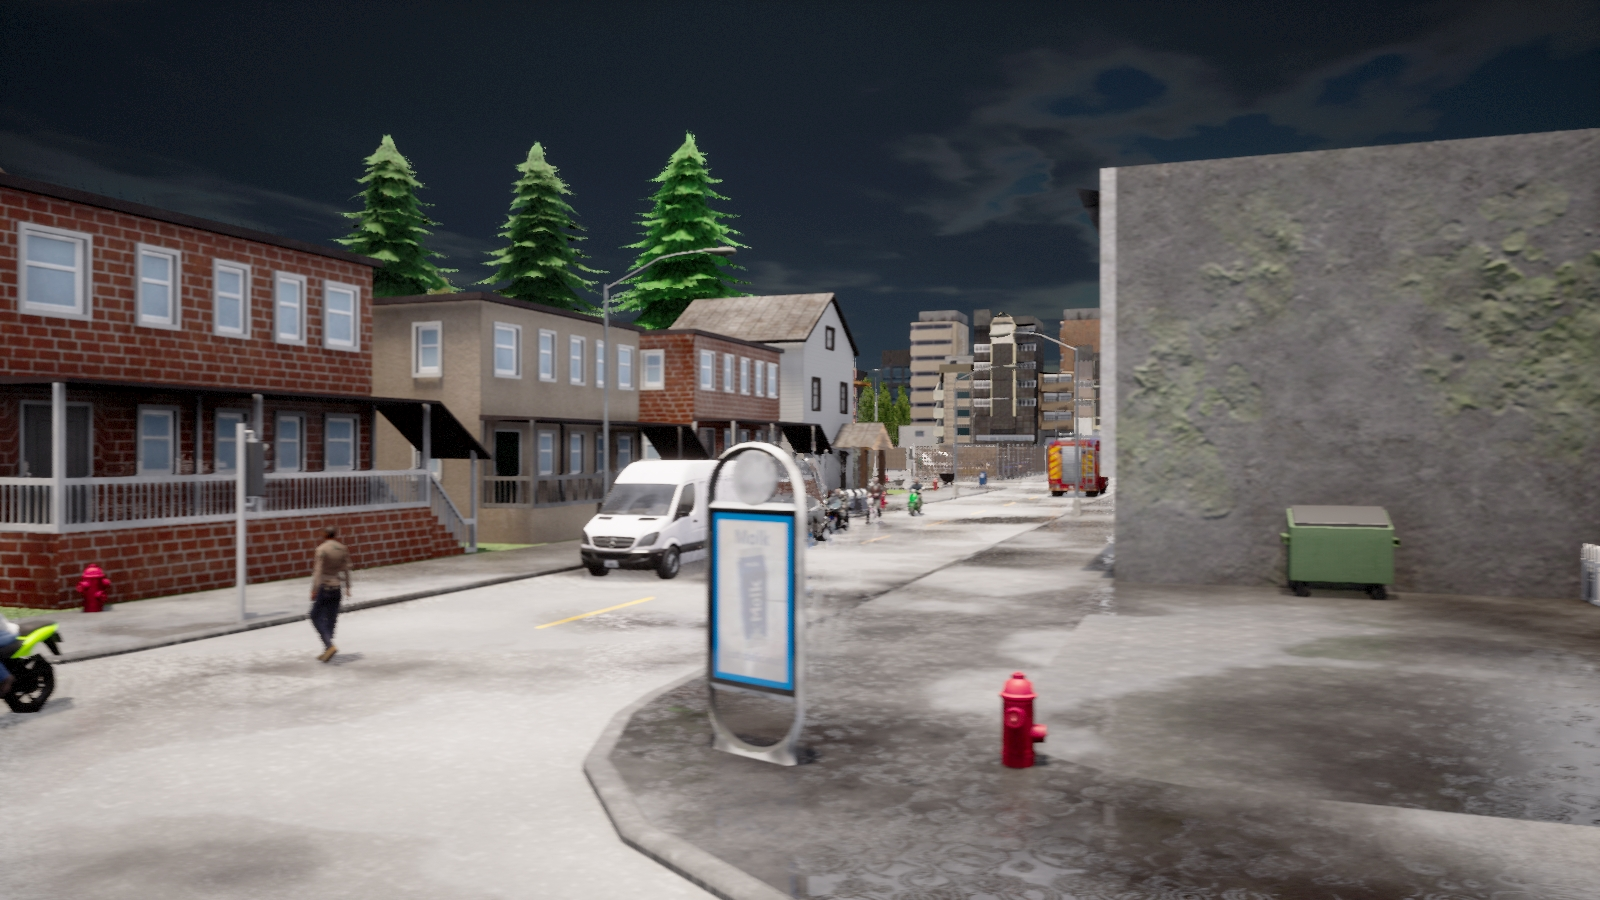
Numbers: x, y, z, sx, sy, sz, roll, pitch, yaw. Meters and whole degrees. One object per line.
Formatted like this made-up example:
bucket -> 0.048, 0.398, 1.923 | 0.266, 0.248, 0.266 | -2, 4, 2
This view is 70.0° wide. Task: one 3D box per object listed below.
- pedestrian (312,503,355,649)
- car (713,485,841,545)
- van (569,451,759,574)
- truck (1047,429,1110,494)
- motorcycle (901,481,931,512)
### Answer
pedestrian -> -6.104, 1.629, 14.940 | 0.375, 1.860, 0.375 | 0, 0, 33
car -> -0.566, 1.844, 33.645 | 2.163, 1.488, 4.792 | 0, 0, 20
van -> -3.002, 1.315, 26.967 | 1.988, 2.561, 5.915 | 0, 0, 20
truck -> 17.514, 0.672, 71.493 | 2.891, 3.827, 8.468 | 0, 0, 20
motorcycle -> 4.963, 1.963, 48.837 | 0.856, 1.236, 1.805 | 0, 0, 20
